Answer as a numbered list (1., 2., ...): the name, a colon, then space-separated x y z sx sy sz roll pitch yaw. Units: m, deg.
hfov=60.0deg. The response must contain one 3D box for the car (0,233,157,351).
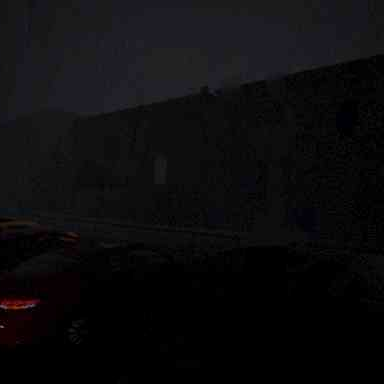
1. car: -1.391 1.596 6.195 2.002 1.452 4.674 0 -1 39

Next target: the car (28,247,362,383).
1. car: 0.790 1.590 4.396 2.163 1.488 4.792 0 -1 39

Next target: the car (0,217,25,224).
1. car: -5.900 1.540 9.606 1.946 1.575 5.366 0 -1 39

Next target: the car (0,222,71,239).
1. car: -3.588 1.591 7.971 2.002 1.452 4.674 0 -1 39
